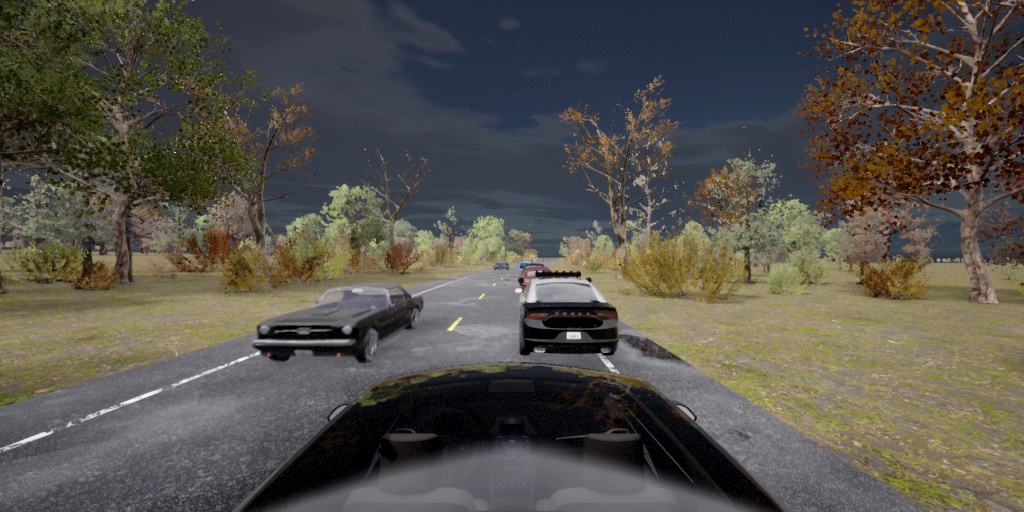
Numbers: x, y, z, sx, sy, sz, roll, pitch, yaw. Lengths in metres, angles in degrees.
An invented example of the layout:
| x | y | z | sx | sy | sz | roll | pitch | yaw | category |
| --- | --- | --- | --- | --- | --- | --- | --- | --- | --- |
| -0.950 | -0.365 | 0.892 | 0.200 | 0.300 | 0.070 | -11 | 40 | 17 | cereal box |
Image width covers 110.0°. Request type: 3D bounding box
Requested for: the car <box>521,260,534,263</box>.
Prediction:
| x | y | z | sx | sy | sz | roll | pitch | yaw | category |
| --- | --- | --- | --- | --- | --- | --- | --- | --- | --- |
| 1.531 | 1.266 | 24.615 | 1.837 | 1.490 | 4.892 | 0 | 0 | 2 | car |

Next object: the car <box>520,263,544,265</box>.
| x | y | z | sx | sy | sz | roll | pitch | yaw | category |
| --- | --- | --- | --- | --- | --- | --- | --- | --- | --- |
| 1.324 | 1.281 | 18.645 | 1.812 | 1.442 | 4.674 | 0 | 0 | 2 | car |

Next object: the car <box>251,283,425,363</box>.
| x | y | z | sx | sy | sz | roll | pitch | yaw | category |
| --- | --- | --- | --- | --- | --- | --- | --- | --- | --- |
| -3.528 | 1.352 | 8.323 | 1.895 | 1.301 | 4.718 | 0 | 0 | 1 | car |

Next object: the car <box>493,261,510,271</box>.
| x | y | z | sx | sy | sz | roll | pitch | yaw | category |
| --- | --- | --- | --- | --- | --- | --- | --- | --- | --- |
| -1.452 | 1.405 | 51.604 | 1.994 | 1.385 | 4.181 | 0 | 0 | 5 | car |

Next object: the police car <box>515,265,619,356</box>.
| x | y | z | sx | sy | sz | roll | pitch | yaw | category |
| --- | --- | --- | --- | --- | --- | --- | --- | --- | --- |
| 1.107 | 1.177 | 8.802 | 1.930 | 1.638 | 5.238 | 0 | 0 | 1 | police car |

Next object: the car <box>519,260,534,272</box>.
| x | y | z | sx | sy | sz | roll | pitch | yaw | category |
| --- | --- | --- | --- | --- | --- | --- | --- | --- | --- |
| 2.106 | 1.313 | 50.363 | 1.882 | 1.535 | 5.008 | 0 | 0 | 5 | car |
